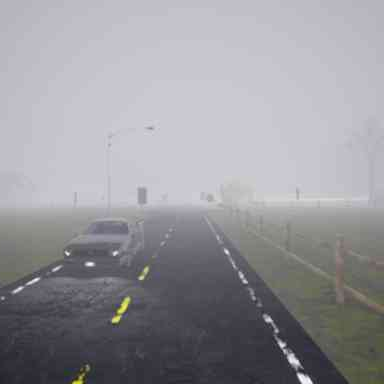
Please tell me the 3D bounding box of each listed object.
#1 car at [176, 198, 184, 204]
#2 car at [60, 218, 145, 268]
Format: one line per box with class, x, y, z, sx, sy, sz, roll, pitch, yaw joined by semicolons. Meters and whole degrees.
car;-3.280;2.436;90.072;1.994;1.385;4.181;0;-1;-2
car;-2.849;1.656;11.953;2.033;1.411;5.357;0;-1;0
